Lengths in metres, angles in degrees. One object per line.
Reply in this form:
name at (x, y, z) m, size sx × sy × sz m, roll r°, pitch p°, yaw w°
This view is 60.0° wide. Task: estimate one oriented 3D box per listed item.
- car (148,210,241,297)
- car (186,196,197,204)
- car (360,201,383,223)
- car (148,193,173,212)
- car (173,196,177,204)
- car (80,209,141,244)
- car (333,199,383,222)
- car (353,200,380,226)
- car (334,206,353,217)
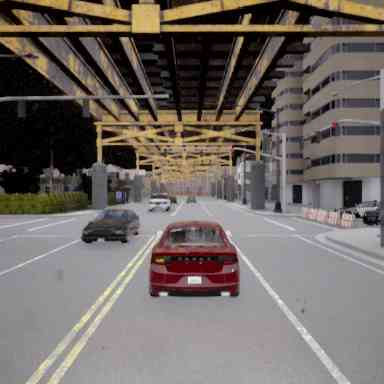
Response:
car at (0.055, 1.466, 8.598) m, size 1.882 × 1.535 × 5.008 m, roll 0°, pitch 0°, yaw 0°
car at (-0.129, 1.450, 63.273) m, size 2.033 × 1.411 × 5.357 m, roll 0°, pitch 0°, yaw 0°
car at (13.266, 1.233, 21.310) m, size 4.536 × 1.218 × 1.853 m, roll 0°, pitch 0°, yaw -20°
car at (-3.679, 1.171, 38.283) m, size 2.150 × 2.045 × 5.566 m, roll 0°, pitch 0°, yaw 0°
car at (-3.650, 1.394, 59.577) m, size 1.882 × 1.535 × 5.008 m, roll 0°, pitch 0°, yaw 0°
car at (-3.634, 1.532, 15.940) m, size 2.033 × 1.411 × 5.357 m, roll 0°, pitch 0°, yaw 0°
car at (13.536, 1.384, 25.451) m, size 4.974 × 1.542 × 2.038 m, roll 0°, pitch 0°, yaw 25°
car at (13.218, 1.391, 21.292) m, size 4.974 × 1.542 × 2.038 m, roll 0°, pitch 0°, yaw -20°
car at (13.583, 1.226, 25.429) m, size 4.536 × 1.218 × 1.853 m, roll 0°, pitch 0°, yaw 25°
